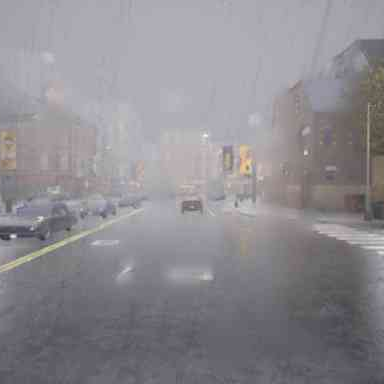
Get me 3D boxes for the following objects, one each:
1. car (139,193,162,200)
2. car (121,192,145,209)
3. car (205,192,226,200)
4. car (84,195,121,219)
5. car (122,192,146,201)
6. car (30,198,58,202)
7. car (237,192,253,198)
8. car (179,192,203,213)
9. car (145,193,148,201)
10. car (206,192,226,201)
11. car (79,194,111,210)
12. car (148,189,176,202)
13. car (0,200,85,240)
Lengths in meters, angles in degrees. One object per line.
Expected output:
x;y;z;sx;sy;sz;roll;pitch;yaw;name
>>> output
-7.770;0.809;62.863;1.895;1.301;4.718;0;1;30;car
-6.938;1.041;37.079;1.837;1.490;4.892;0;1;2;car
4.577;0.705;63.893;1.837;1.490;4.892;1;1;36;car
-7.094;1.206;25.533;1.812;1.442;4.674;0;1;0;car
-9.931;0.801;57.555;2.002;1.452;4.674;0;1;20;car
-10.597;1.182;23.639;1.882;1.535;5.008;0;1;0;car
11.389;0.656;71.628;4.181;1.385;1.994;-1;1;-39;car
0.037;1.091;30.704;1.882;1.535;5.008;0;1;0;car
-8.148;0.883;53.155;2.033;1.411;5.357;0;1;17;car
4.285;0.866;55.724;1.994;1.385;4.181;0;1;24;car
-10.461;1.025;36.166;1.882;1.535;5.008;0;1;2;car
-4.426;0.559;53.226;2.150;2.045;5.566;0;0;19;car
-7.112;1.348;15.893;2.033;1.411;5.357;0;1;0;car
